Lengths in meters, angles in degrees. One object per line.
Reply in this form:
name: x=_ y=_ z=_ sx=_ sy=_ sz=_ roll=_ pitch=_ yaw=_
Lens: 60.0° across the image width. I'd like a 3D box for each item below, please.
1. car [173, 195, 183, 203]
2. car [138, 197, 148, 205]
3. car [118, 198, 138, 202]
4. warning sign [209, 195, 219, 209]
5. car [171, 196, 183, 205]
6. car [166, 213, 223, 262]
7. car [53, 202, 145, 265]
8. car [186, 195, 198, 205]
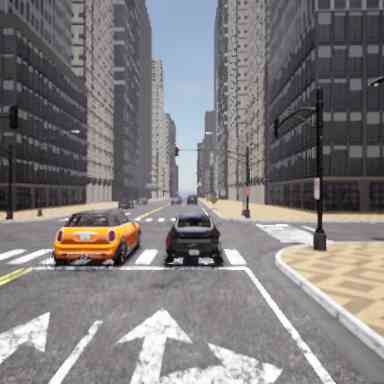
car: x=-3.214 y=1.592 z=76.451 sx=2.097 sy=1.767 sz=4.553 roll=0 pitch=0 yaw=0
car: x=-9.735 y=1.825 z=65.366 sx=2.128 sy=1.511 sz=4.902 roll=0 pitch=0 yaw=1
car: x=-9.804 y=1.729 z=49.656 sx=1.837 sy=1.490 sz=4.892 roll=0 pitch=0 yaw=0
warning sign: x=2.874 y=1.306 z=43.878 sx=1.300 sy=1.860 sz=1.060 roll=0 pitch=0 yaw=0
car: x=-3.219 y=1.822 z=66.061 sx=2.128 sy=1.511 sz=4.902 roll=0 pitch=0 yaw=0
car: x=0.076 y=1.548 z=12.311 sx=1.837 sy=1.490 sz=4.892 roll=0 pitch=0 yaw=0
car: x=-3.176 y=1.392 z=12.060 sx=2.097 sy=1.767 sz=4.553 roll=0 pitch=0 yaw=0
car: x=0.031 y=1.554 z=66.508 sx=2.150 sy=2.045 sz=5.566 roll=0 pitch=0 yaw=0
